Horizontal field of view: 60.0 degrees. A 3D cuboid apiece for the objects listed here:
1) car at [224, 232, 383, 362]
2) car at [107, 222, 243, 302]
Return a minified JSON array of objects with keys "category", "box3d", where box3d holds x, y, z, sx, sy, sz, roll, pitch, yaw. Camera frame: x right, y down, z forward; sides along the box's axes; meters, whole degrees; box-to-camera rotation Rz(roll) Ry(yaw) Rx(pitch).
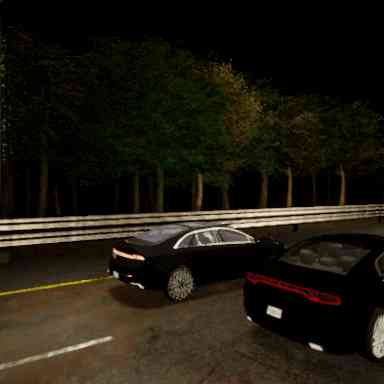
[{"category":"car","box3d":[3.137,1.493,5.993,5.008,1.535,1.882,0,0,-36]},{"category":"car","box3d":[0.383,1.505,8.323,4.902,1.511,2.128,0,0,-36]}]
